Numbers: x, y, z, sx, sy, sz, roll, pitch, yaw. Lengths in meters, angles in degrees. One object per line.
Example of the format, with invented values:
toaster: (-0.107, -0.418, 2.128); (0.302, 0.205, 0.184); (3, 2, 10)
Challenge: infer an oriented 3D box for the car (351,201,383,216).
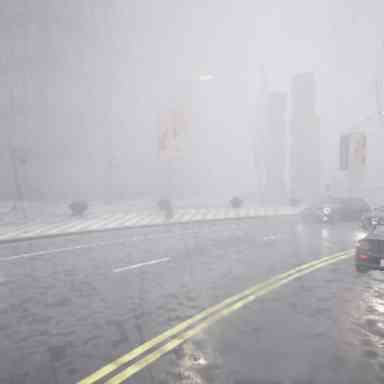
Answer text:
car: (10.525, 1.310, 17.073); (4.181, 1.385, 1.994); (0, 1, -31)

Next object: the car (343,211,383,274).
car: (5.926, 1.394, 8.931); (1.812, 1.442, 4.674); (2, 2, 45)

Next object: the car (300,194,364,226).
car: (8.683, 1.004, 19.993); (4.553, 1.767, 2.097); (0, 2, -30)
